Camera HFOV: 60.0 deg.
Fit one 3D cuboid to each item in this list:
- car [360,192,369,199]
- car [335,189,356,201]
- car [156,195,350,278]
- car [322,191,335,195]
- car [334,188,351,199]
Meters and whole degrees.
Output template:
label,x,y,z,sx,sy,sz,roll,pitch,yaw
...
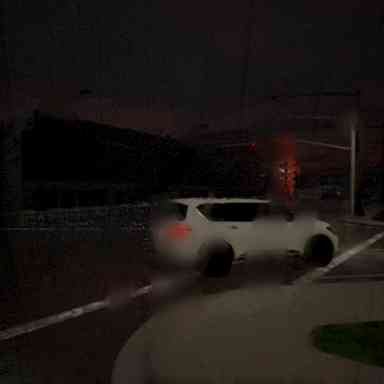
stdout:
label,x,y,z,sx,sy,sz,roll,pitch,yaw
car,33.955,0.702,66.359,1.994,1.385,4.181,0,-1,35
car,24.638,0.692,52.915,1.837,1.490,4.892,0,1,35
car,1.697,1.194,10.072,5.566,2.045,2.150,0,-1,-21
car,24.257,0.597,58.461,1.882,1.535,5.008,0,1,35
car,30.839,0.352,68.010,2.150,2.045,5.566,0,-1,35
